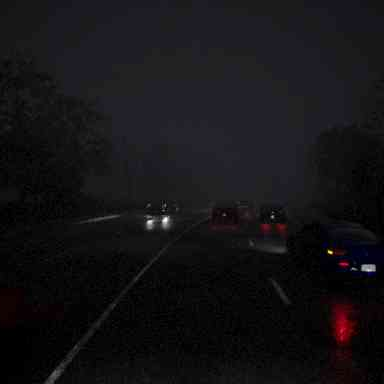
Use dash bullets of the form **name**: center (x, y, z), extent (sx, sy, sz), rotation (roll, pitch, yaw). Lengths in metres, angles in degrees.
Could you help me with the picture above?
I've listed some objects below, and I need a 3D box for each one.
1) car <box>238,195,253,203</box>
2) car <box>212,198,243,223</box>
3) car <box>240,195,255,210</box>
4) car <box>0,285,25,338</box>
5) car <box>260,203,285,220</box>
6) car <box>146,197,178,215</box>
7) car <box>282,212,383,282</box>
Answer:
- **car**: center (11.661, 1.471, 72.075), extent (1.882, 1.535, 5.008), rotation (0, 0, 27)
- **car**: center (2.733, 1.476, 25.886), extent (1.882, 1.535, 5.008), rotation (0, 0, 10)
- **car**: center (6.773, 1.497, 42.080), extent (2.128, 1.511, 4.902), rotation (0, 0, 17)
- **car**: center (-3.480, 1.593, 2.743), extent (1.895, 1.301, 4.718), rotation (0, 0, 2)
- **car**: center (6.635, 1.611, 27.748), extent (1.895, 1.301, 4.718), rotation (0, 0, 12)
- **car**: center (-2.968, 1.326, 33.643), extent (2.097, 1.767, 4.553), rotation (0, 0, 13)
- **car**: center (4.104, 1.532, 9.723), extent (1.812, 1.442, 4.674), rotation (0, 0, 4)
